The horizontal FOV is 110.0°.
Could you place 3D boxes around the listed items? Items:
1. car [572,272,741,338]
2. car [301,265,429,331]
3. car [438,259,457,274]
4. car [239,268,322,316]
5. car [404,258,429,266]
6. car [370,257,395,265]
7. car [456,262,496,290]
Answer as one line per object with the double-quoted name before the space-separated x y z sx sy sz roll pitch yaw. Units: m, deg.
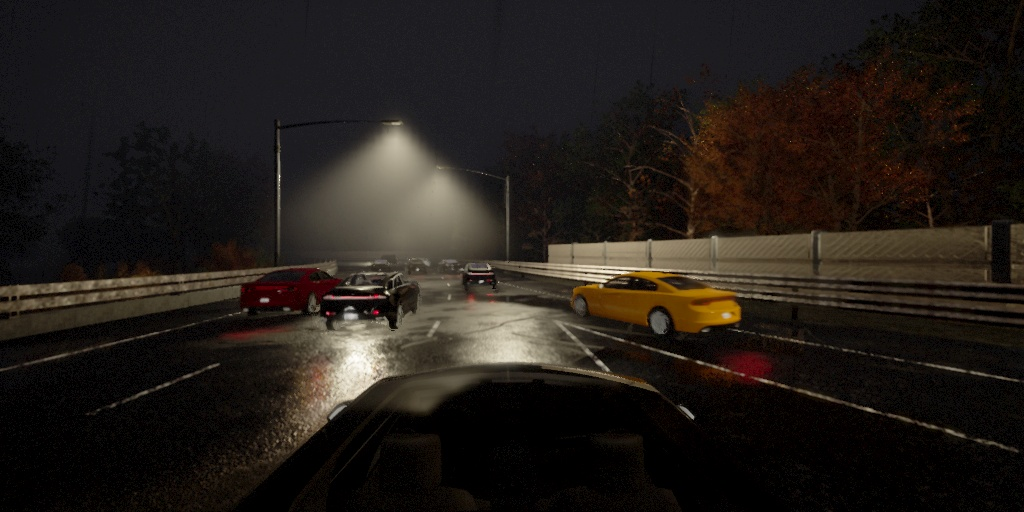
"car" 3.726 1.197 10.310 1.882 1.535 5.008 0 0 -27
"car" -4.046 1.211 10.941 2.128 1.511 4.902 0 0 -5
"car" -6.890 1.116 39.129 2.128 1.511 4.902 0 0 -20
"car" -7.819 1.189 13.360 1.882 1.535 5.008 0 0 -7
"car" -10.447 1.132 38.789 1.837 1.490 4.892 0 0 -20
"car" -13.279 1.127 36.380 2.128 1.511 4.902 0 0 -19
"car" -2.100 1.174 21.917 2.128 1.511 4.902 0 0 -10
